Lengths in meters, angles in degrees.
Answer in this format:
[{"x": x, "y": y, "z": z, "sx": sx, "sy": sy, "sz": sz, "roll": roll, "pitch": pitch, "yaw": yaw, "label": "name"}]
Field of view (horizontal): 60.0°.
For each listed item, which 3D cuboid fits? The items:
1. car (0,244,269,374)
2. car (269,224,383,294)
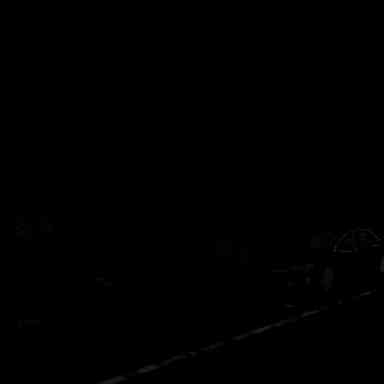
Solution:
[{"x": -0.892, "y": 1.589, "z": 5.551, "sx": 4.206, "sy": 1.307, "sz": 1.802, "roll": 0, "pitch": 0, "yaw": -35, "label": "car"}, {"x": 3.602, "y": 1.572, "z": 8.755, "sx": 4.403, "sy": 1.369, "sz": 2.008, "roll": 0, "pitch": 0, "yaw": -35, "label": "car"}]
